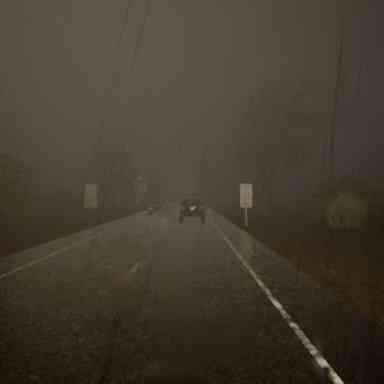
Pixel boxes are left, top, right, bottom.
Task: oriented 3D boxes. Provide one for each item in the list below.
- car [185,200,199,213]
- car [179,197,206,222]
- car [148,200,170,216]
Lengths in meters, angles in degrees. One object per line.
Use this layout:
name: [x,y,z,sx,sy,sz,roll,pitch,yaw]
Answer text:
car: [0.025,1.906,45.252,1.882,1.535,5.008,0,0,0]
car: [0.023,1.486,29.649,2.150,2.045,5.566,0,0,0]
car: [-3.569,1.692,37.070,2.097,1.767,4.553,0,0,0]
